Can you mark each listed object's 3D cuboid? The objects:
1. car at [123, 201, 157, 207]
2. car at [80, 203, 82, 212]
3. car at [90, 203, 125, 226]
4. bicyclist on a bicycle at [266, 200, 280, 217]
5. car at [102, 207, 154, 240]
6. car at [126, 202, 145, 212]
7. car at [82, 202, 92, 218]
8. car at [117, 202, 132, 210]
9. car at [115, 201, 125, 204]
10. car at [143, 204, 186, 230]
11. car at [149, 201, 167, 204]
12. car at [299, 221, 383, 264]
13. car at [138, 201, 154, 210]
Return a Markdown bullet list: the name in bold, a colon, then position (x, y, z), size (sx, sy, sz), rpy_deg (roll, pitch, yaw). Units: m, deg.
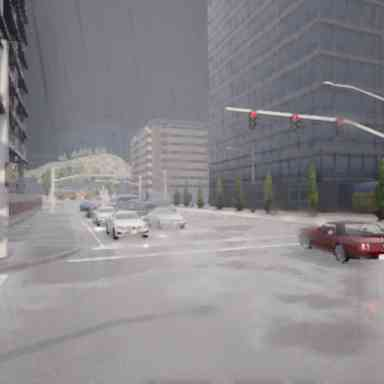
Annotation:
- **car**: position (-5.167, 1.966, 32.364), size (1.837, 1.490, 4.892), rpy_deg (0, -1, -21)
- **car**: position (-16.487, 2.301, 52.067), size (1.882, 1.535, 5.008), rpy_deg (0, -1, -21)
- **car**: position (-7.104, 1.949, 27.682), size (1.812, 1.442, 4.674), rpy_deg (0, -1, -21)
- **bicyclist on a bicycle**: position (7.819, 1.624, 32.020), size (1.656, 1.620, 0.582), rpy_deg (-1, -1, -21)
- **car**: position (-3.808, 1.809, 19.195), size (1.812, 1.442, 4.674), rpy_deg (0, -1, -21)
- **car**: position (-8.868, 2.291, 51.969), size (2.033, 1.411, 5.357), rpy_deg (0, -1, -21)
- **car**: position (-10.780, 2.070, 37.163), size (2.128, 1.511, 4.902), rpy_deg (0, -1, -21)
- **car**: position (-12.388, 2.491, 60.898), size (1.895, 1.301, 4.718), rpy_deg (0, -1, -21)
- **car**: position (-8.808, 1.968, 41.764), size (2.097, 1.767, 4.553), rpy_deg (0, -1, -21)
- **car**: position (-1.935, 1.851, 24.049), size (1.812, 1.442, 4.674), rpy_deg (0, -1, -21)
- **car**: position (-4.967, 2.192, 51.732), size (2.128, 1.511, 4.902), rpy_deg (0, -1, -21)
- **car**: position (5.640, 1.701, 12.237), size (1.895, 1.301, 4.718), rpy_deg (0, -1, -3)
- **car**: position (-8.333, 2.368, 60.360), size (1.812, 1.442, 4.674), rpy_deg (0, -1, -21)
